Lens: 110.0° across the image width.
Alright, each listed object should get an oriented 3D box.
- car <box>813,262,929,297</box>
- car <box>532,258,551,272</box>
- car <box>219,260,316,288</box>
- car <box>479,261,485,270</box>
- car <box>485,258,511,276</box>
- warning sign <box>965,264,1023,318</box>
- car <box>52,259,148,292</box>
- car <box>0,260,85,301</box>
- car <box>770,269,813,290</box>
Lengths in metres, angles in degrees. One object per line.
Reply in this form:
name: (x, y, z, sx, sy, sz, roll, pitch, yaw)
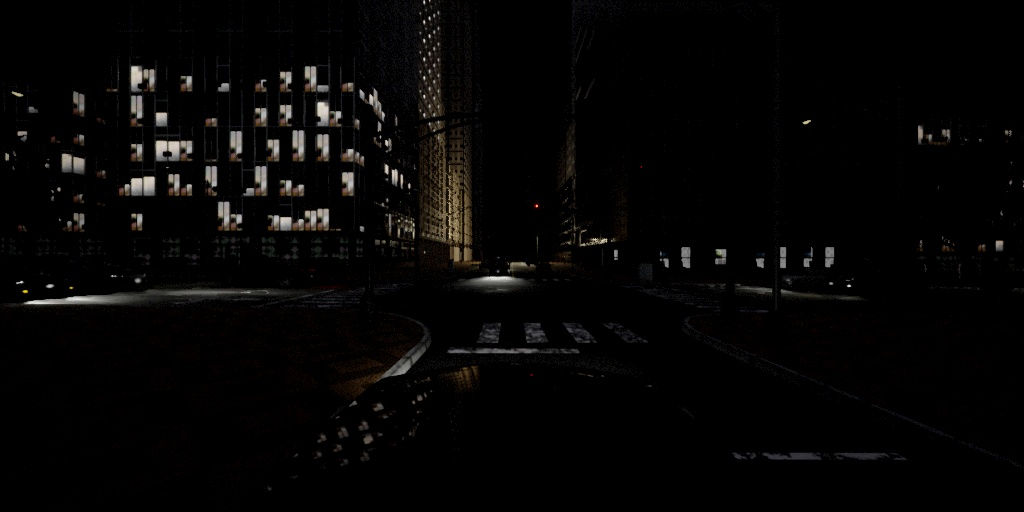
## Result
car: (22.733, 1.403, 22.544, 5.566, 2.045, 2.150, 1, 0, -2)
car: (4.082, 1.328, 46.701, 1.948, 1.339, 4.313, 0, 0, 0)
car: (-14.244, 0.988, 21.001, 5.008, 1.535, 1.882, 1, 0, -2)
car: (-3.852, 1.341, 52.222, 1.802, 1.307, 4.207, 0, 0, 0)
car: (-1.373, 1.257, 37.563, 2.128, 1.511, 4.902, 0, 0, 0)
warning sign: (17.313, 1.204, 12.853, 1.060, 1.860, 1.300, 0, 0, -2)
car: (-20.548, 0.887, 17.235, 4.902, 1.511, 2.128, 1, 0, -2)
car: (-20.124, 0.969, 14.000, 4.181, 1.385, 1.994, 1, 0, -2)
car: (21.183, 1.678, 25.731, 4.674, 1.442, 1.812, 1, 0, -2)
